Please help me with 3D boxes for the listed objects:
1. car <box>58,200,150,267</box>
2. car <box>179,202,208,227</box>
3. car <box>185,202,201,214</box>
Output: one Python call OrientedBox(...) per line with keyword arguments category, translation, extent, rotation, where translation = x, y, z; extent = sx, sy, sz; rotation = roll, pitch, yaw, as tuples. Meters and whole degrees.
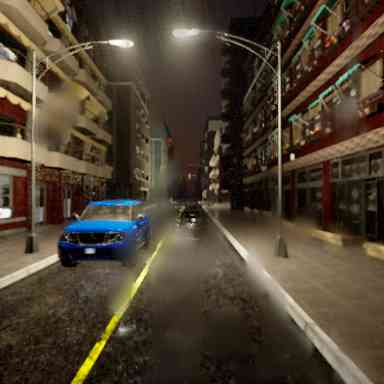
OrientedBox(category="car", translation=(-2.847, 1.315, 12.051), extent=(2.150, 2.045, 5.566), rotation=(0, 0, 0))
OrientedBox(category="car", translation=(0.104, 1.699, 24.776), extent=(1.837, 1.490, 4.892), rotation=(0, -1, 0))
OrientedBox(category="car", translation=(0.105, 1.945, 42.106), extent=(1.895, 1.301, 4.718), rotation=(0, -1, 0))
